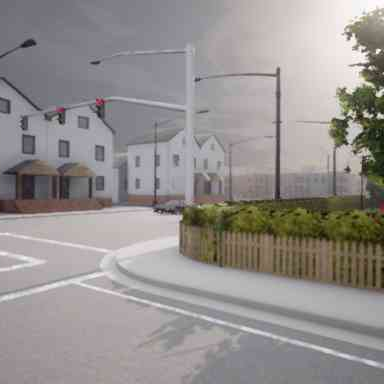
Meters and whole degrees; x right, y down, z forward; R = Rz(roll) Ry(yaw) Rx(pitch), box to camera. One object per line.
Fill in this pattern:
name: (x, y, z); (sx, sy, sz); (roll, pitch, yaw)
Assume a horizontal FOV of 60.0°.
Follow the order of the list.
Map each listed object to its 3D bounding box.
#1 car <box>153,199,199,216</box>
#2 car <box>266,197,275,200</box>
car: (-1.356, 1.412, 31.743); (2.033, 1.411, 5.357); (0, 0, 35)
car: (12.244, 1.464, 51.245); (1.895, 1.301, 4.718); (0, 0, 35)
